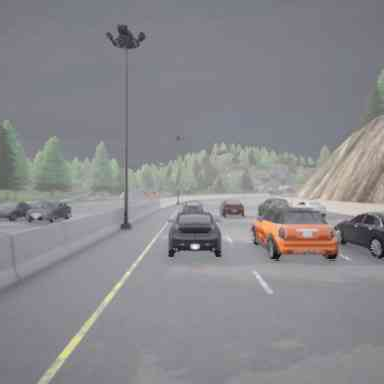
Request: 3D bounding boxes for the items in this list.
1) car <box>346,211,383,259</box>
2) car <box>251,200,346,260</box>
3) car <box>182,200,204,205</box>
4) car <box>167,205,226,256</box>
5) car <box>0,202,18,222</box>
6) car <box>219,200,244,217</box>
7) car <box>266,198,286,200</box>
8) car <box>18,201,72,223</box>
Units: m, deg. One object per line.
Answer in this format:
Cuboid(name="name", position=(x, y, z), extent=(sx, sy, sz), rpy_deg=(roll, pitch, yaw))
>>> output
Cuboid(name="car", position=(7.096, 1.489, 12.563), extent=(1.837, 1.490, 4.892), rpy_deg=(0, 0, 0))
Cuboid(name="car", position=(3.596, 1.336, 12.481), extent=(2.097, 1.767, 4.553), rpy_deg=(0, 0, 0))
Cuboid(name="car", position=(0.077, 1.487, 30.110), extent=(1.812, 1.442, 4.674), rpy_deg=(0, 0, 0))
Cuboid(name="car", position=(0.096, 1.488, 13.027), extent=(1.837, 1.490, 4.892), rpy_deg=(0, 0, 0))
Cuboid(name="car", position=(-14.099, 1.491, 26.201), extent=(1.812, 1.442, 4.674), rpy_deg=(0, 0, 0))
Cuboid(name="car", position=(3.591, 1.438, 30.609), extent=(1.882, 1.535, 5.008), rpy_deg=(0, 0, 0))
Cuboid(name="car", position=(7.092, 1.315, 28.754), extent=(2.097, 1.767, 4.553), rpy_deg=(0, 0, 0))
Cuboid(name="car", position=(-10.600, 1.459, 25.019), extent=(2.128, 1.511, 4.902), rpy_deg=(0, 0, 0))
